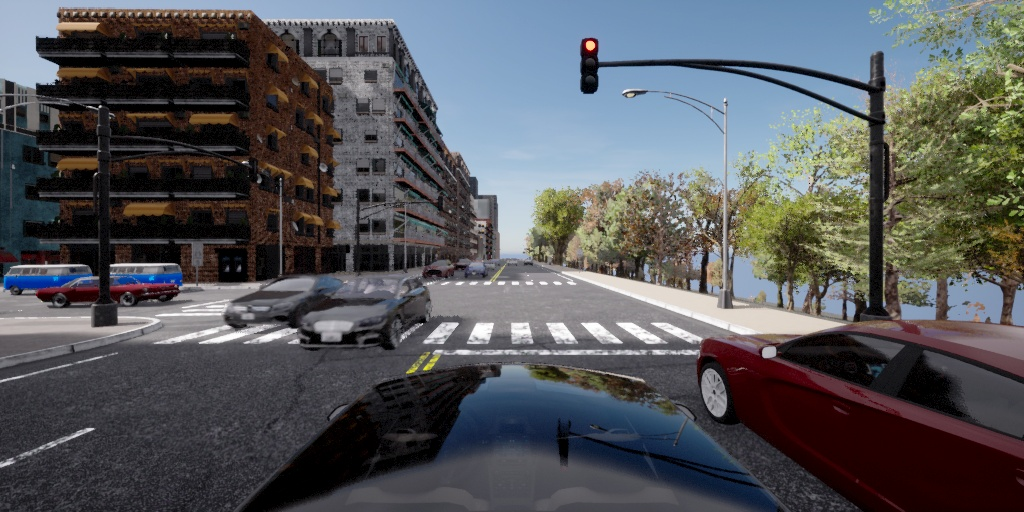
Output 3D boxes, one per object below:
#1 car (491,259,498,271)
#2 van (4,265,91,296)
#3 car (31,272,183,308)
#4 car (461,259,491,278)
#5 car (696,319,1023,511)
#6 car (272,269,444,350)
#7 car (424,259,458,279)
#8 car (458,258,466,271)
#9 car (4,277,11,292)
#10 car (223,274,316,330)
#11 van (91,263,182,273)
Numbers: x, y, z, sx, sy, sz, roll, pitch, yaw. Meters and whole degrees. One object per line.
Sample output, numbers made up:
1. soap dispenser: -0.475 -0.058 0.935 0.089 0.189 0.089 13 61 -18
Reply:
1. car: -3.306 1.360 48.219 1.895 1.301 4.718 0 0 0
2. van: -28.302 1.425 21.953 3.998 1.789 1.690 0 0 -1
3. car: -18.085 1.573 16.288 4.718 1.301 1.895 -1 0 -1
4. car: -3.328 1.279 34.168 1.812 1.442 4.674 0 0 1
5. car: 3.350 1.228 2.718 1.882 1.535 5.008 0 0 0
6. car: -3.348 1.240 9.111 2.128 1.511 4.902 0 0 0
7. car: -6.571 1.106 32.579 2.097 1.767 4.553 0 0 0
8. car: -6.556 1.110 47.313 2.097 1.767 4.553 0 0 0
9. car: -22.621 1.624 13.678 4.207 1.307 1.802 0 0 -1
10. car: -6.584 1.301 11.288 1.812 1.442 4.674 1 -1 0
11. van: -22.701 1.351 22.024 3.998 1.789 1.690 0 0 -1
